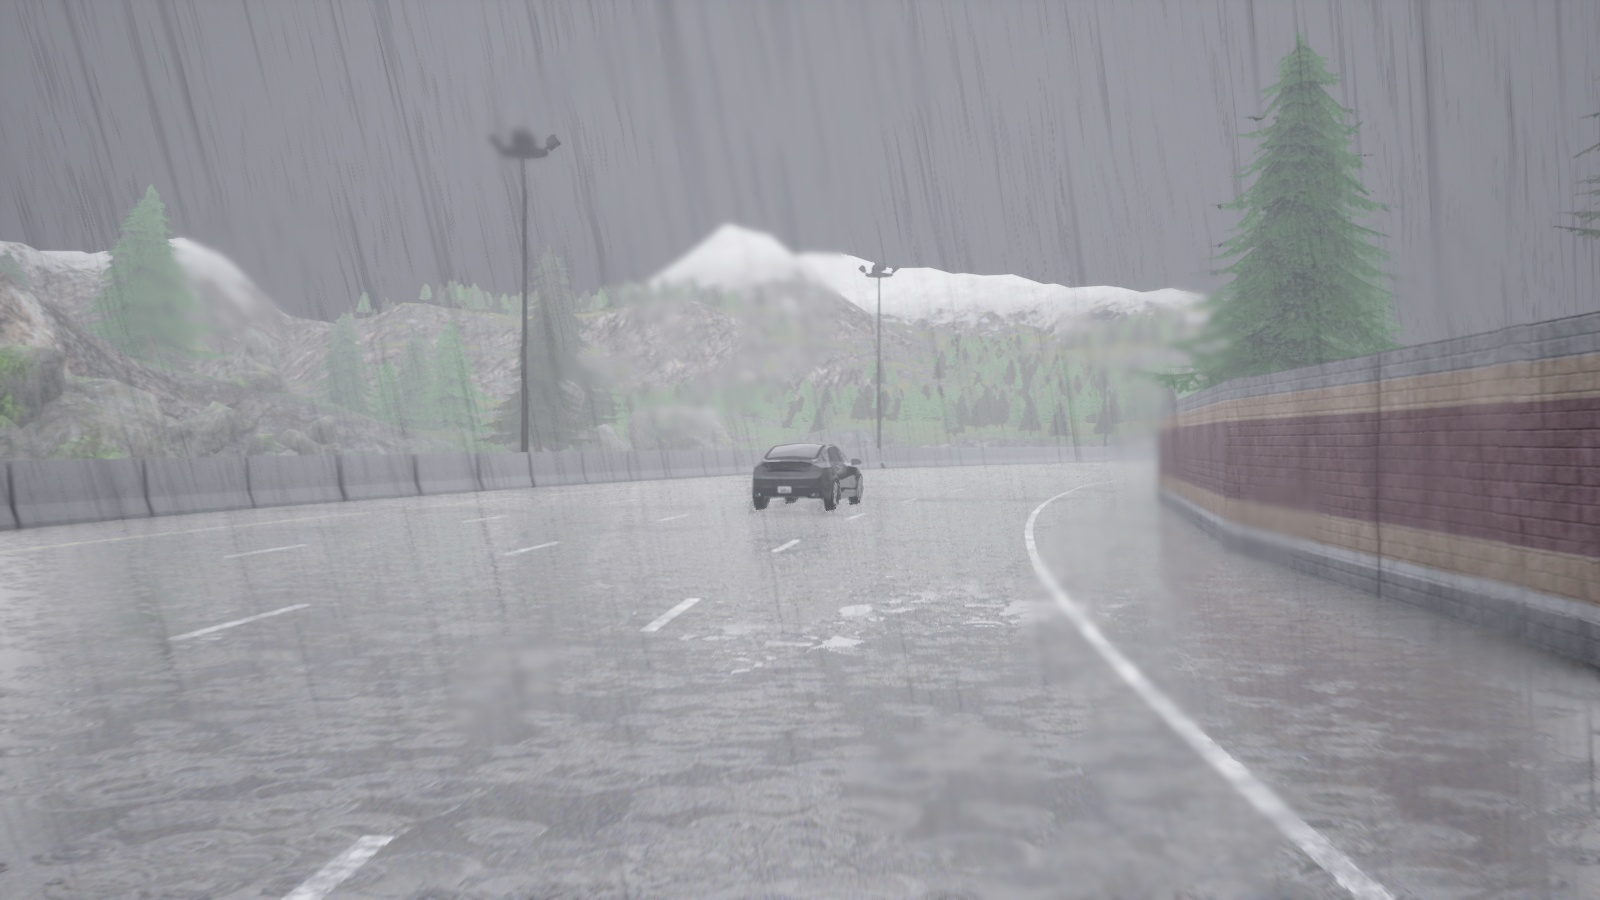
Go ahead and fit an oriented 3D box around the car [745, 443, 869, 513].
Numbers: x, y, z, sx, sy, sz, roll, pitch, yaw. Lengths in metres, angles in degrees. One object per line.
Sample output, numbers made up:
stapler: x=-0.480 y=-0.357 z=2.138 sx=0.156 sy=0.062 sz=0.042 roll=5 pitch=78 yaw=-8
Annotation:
car: x=0.265 y=0.585 z=29.470 sx=1.837 sy=1.490 sz=4.892 roll=0 pitch=0 yaw=13
